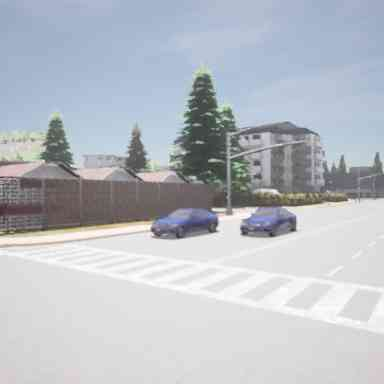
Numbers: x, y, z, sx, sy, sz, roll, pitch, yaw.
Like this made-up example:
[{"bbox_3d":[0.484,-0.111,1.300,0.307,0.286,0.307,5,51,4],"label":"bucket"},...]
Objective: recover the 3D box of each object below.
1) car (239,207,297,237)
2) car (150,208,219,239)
[{"bbox_3d":[4.428,1.596,18.797,1.812,1.442,4.674,-1,0,38],"label":"car"},{"bbox_3d":[-0.267,1.631,18.440,1.812,1.442,4.674,-1,0,38],"label":"car"}]
